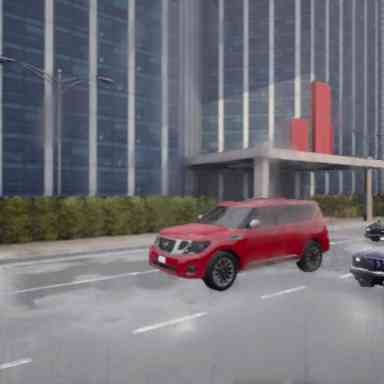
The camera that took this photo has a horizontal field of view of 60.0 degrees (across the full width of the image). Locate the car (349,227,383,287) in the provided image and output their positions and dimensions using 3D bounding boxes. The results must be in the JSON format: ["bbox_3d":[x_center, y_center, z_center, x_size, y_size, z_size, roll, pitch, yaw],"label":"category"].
[{"bbox_3d":[5.915,1.623,8.177,4.718,1.301,1.895,0,0,-35],"label":"car"}]

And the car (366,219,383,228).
[{"bbox_3d":[10.255,1.588,15.570,5.357,1.411,2.033,0,0,-35],"label":"car"}]

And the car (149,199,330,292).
[{"bbox_3d":[1.573,1.237,9.386,5.566,2.045,2.150,0,0,-35],"label":"car"}]
